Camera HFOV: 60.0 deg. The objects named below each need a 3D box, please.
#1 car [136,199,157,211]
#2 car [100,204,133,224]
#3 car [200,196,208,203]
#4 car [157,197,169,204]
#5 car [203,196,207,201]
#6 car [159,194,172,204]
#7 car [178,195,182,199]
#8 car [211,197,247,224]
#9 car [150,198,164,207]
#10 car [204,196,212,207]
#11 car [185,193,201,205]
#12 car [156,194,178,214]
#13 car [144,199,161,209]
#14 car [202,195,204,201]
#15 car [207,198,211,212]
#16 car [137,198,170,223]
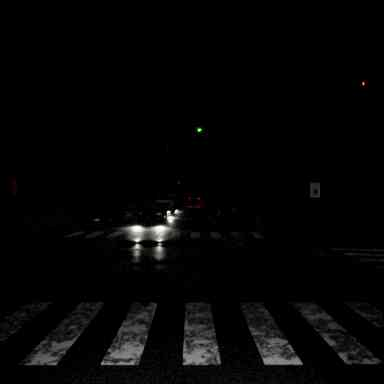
[{"bbox_3d":[-5.574,1.586,41.565,2.008,1.369,4.403,0,0,0],"label":"car"},{"bbox_3d":[-5.650,1.581,25.195,1.947,1.339,4.313,0,0,0],"label":"car"},{"bbox_3d":[2.701,1.586,75.822,1.837,1.490,4.892,0,0,0],"label":"car"},{"bbox_3d":[-5.473,1.645,63.394,1.802,1.307,4.206,0,0,0],"label":"car"},{"bbox_3d":[2.976,1.593,46.990,2.008,1.369,4.403,0,0,0],"label":"car"},{"bbox_3d":[-5.448,1.386,68.851,2.192,1.841,5.009,0,0,0],"label":"car"},{"bbox_3d":[-2.880,1.533,46.107,2.128,1.511,4.902,0,0,0],"label":"car"},{"bbox_3d":[2.875,1.330,25.165,2.192,1.841,5.009,0,0,0],"label":"car"},{"bbox_3d":[-5.524,1.631,52.479,1.802,1.307,4.206,0,0,0],"label":"car"},{"bbox_3d":[2.951,1.586,41.533,2.008,1.369,4.403,0,0,0],"label":"car"},{"bbox_3d":[0.371,1.280,59.368,2.150,2.045,5.566,0,0,0],"label":"car"},{"bbox_3d":[-2.937,1.249,35.663,2.150,2.045,5.566,0,0,0],"label":"car"},{"bbox_3d":[-5.549,1.624,47.022,1.802,1.307,4.206,0,0,0],"label":"car"},{"bbox_3d":[3.001,1.489,52.447,1.967,1.590,4.097,0,0,0],"label":"car"},{"bbox_3d":[2.926,1.594,36.077,1.947,1.339,4.313,0,0,0],"label":"car"},{"bbox_3d":[-2.986,1.493,25.596,1.882,1.535,5.008,0,0,0],"label":"car"}]
